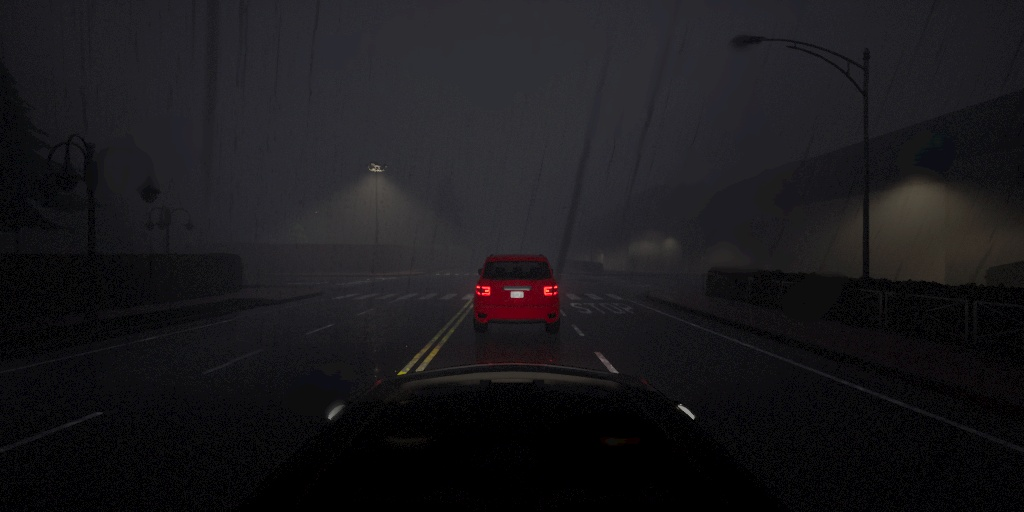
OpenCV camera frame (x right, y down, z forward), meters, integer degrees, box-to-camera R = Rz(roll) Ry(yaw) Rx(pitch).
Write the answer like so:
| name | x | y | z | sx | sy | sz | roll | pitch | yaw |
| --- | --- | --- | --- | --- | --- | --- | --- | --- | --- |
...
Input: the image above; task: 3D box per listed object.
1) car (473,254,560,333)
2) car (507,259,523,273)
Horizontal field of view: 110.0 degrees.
| name | x | y | z | sx | sy | sz | roll | pitch | yaw |
| --- | --- | --- | --- | --- | --- | --- | --- | --- | --- |
| car | 0.122 | 0.971 | 10.828 | 2.150 | 2.045 | 5.566 | 0 | 0 | 0 |
| car | 0.356 | 1.227 | 45.575 | 1.882 | 1.535 | 5.008 | 0 | 0 | 1 |
